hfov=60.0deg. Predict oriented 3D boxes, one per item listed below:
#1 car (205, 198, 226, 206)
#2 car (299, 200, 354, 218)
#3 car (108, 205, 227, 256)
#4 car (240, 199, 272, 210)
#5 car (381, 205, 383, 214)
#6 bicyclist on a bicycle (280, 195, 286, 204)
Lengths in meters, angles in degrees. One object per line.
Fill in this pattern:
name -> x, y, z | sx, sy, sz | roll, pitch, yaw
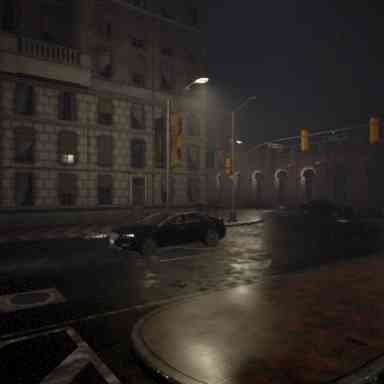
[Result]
car -> 2.475, 1.490, 43.793 | 2.128, 1.511, 4.902 | 0, 0, -36
car -> 12.170, 1.477, 30.372 | 1.882, 1.535, 5.008 | 0, 0, -36
car -> -0.836, 1.492, 13.219 | 4.902, 1.511, 2.128 | 0, 0, -36
car -> 8.025, 1.564, 42.089 | 1.994, 1.385, 4.181 | 0, 0, -36
car -> 18.653, 1.526, 28.059 | 1.812, 1.442, 4.674 | 0, 0, -43
bicyclist on a bicycle -> 15.490, 1.301, 56.467 | 1.656, 1.620, 0.582 | 0, 0, -36
